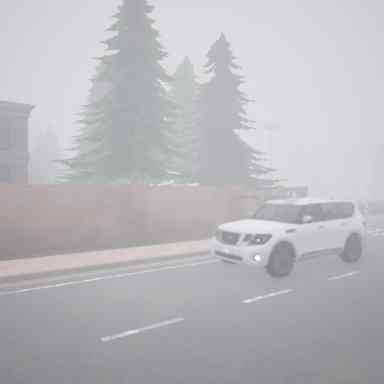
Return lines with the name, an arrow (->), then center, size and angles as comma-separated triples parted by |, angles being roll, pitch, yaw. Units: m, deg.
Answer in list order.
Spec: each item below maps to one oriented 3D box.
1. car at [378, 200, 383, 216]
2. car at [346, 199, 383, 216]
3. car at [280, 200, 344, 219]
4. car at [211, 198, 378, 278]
car -> 16.214, 1.491, 28.512 | 2.128, 1.511, 4.902 | 0, 0, -35
car -> 17.885, 1.490, 32.209 | 2.128, 1.511, 4.902 | 0, 0, -35
car -> 10.688, 1.546, 30.100 | 2.033, 1.411, 5.357 | 0, 0, -33
car -> 3.237, 1.221, 10.492 | 5.566, 2.045, 2.150 | 0, 0, -34
